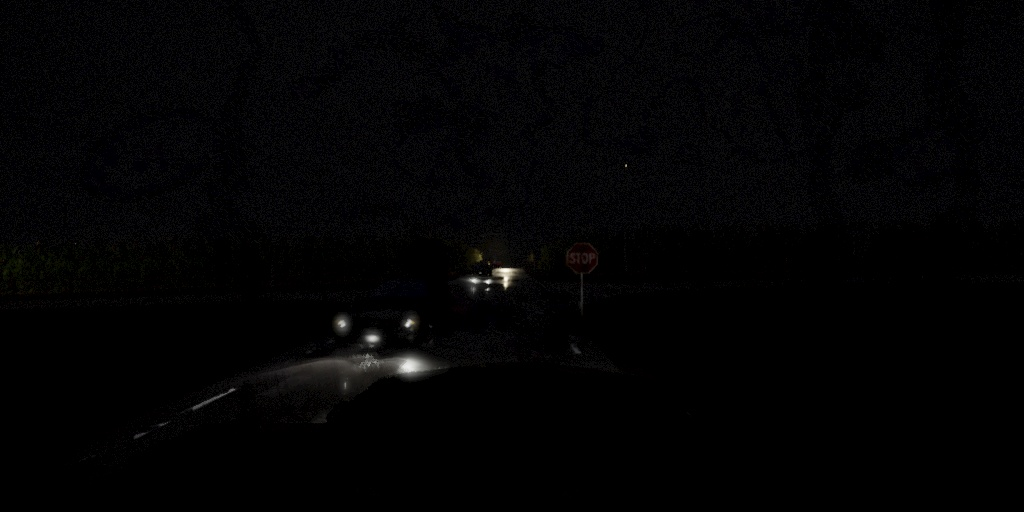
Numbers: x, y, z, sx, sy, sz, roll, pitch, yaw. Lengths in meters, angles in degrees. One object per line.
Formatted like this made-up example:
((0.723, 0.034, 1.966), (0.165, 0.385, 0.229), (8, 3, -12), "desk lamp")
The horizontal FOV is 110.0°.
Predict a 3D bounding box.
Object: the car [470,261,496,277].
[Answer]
((-2.844, 1.322, 34.241), (1.994, 1.385, 4.181), (0, 0, 0), "car")

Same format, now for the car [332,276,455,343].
((-2.772, 1.268, 9.816), (2.033, 1.411, 5.357), (0, 0, 0), "car")
